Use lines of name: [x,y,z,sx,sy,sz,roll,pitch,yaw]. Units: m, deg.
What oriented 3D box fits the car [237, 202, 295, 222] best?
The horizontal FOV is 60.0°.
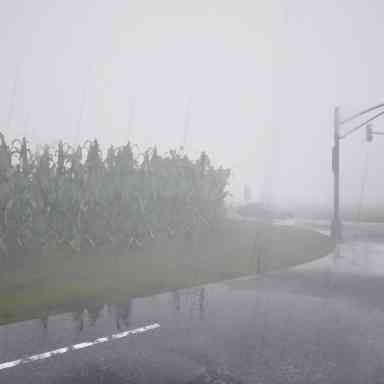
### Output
car: [5.723,1.509,26.660,2.033,1.411,5.357,1,0,-27]
